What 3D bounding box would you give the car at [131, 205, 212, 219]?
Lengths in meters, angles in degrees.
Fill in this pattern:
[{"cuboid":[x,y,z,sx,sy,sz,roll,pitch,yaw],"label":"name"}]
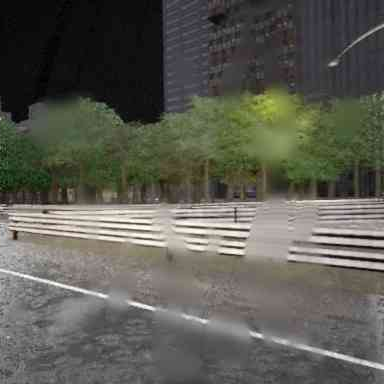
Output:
[{"cuboid":[-1.296,1.592,21.866,5.357,1.411,2.033,-2,-1,11],"label":"car"}]
